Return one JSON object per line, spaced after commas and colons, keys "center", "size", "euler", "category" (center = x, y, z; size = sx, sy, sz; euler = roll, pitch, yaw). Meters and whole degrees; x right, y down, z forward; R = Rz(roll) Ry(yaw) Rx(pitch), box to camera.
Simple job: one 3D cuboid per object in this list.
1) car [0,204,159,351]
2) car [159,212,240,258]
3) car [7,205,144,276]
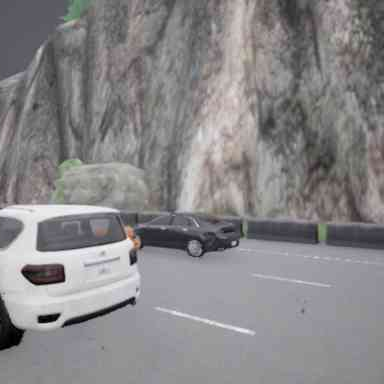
{"center": [-3.497, 1.259, 6.492], "size": [5.566, 2.045, 2.150], "euler": [0, 0, 36], "category": "car"}
{"center": [-0.516, 1.548, 12.963], "size": [4.892, 1.490, 1.837], "euler": [0, 0, 36], "category": "car"}
{"center": [-3.998, 1.400, 11.150], "size": [4.553, 1.767, 2.097], "euler": [0, 0, 36], "category": "car"}
